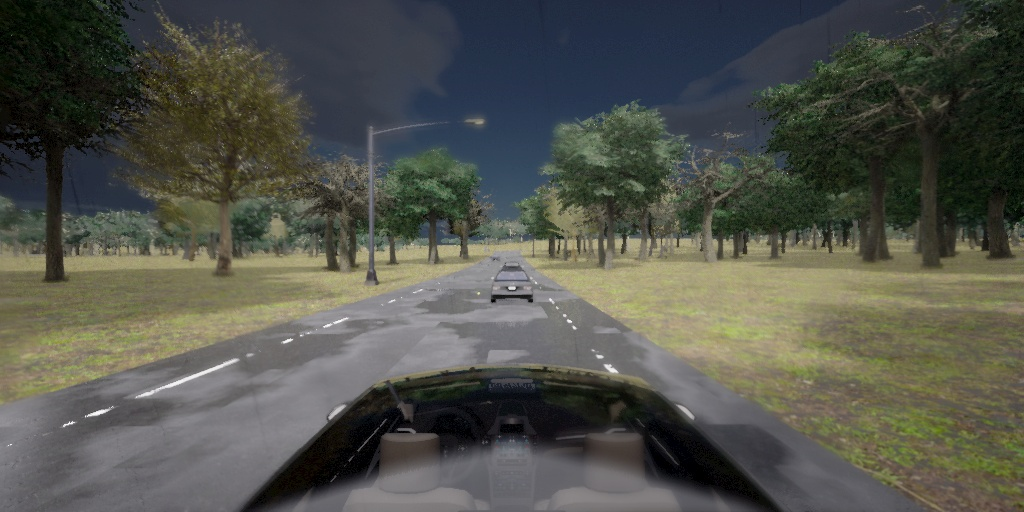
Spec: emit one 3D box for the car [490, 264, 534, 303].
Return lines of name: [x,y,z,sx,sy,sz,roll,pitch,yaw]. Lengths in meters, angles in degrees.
car: [0.000,1.296,16.501,2.033,1.411,5.357,0,0,0]

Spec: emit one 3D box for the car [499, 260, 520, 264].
car: [0.000,1.225,31.502,1.837,1.490,4.892,0,0,0]
